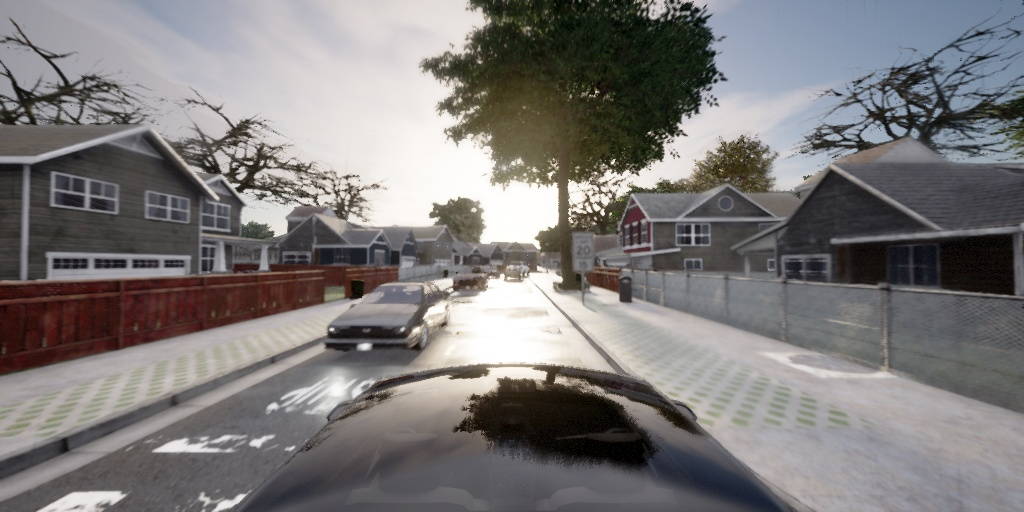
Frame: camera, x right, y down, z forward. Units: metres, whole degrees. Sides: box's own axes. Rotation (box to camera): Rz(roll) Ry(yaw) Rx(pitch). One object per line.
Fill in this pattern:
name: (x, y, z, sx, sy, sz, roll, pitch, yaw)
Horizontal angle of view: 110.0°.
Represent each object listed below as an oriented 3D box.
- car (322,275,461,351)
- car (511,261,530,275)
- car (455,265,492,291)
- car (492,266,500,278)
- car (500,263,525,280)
car: (-2.838, 1.407, 9.584, 2.033, 1.411, 5.357, 0, -1, 0)
car: (1.057, 1.757, 50.320, 2.150, 2.045, 5.566, 0, -1, 13)
car: (-2.800, 1.457, 25.067, 2.097, 1.767, 4.553, 0, -1, 0)
car: (-2.473, 1.986, 44.185, 2.033, 1.411, 5.357, 0, -1, 4)
car: (0.085, 1.831, 39.905, 2.128, 1.511, 4.902, 0, -1, 1)
